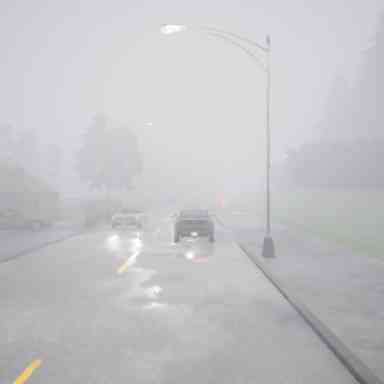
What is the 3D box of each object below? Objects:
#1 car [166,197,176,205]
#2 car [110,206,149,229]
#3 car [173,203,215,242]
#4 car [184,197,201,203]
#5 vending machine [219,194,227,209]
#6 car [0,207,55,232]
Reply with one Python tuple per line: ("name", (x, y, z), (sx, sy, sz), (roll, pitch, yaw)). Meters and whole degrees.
("car", (-4.008, 1.726, 64.628), (2.033, 1.411, 5.357), (0, 0, 0))
("car", (-4.088, 1.653, 22.440), (1.895, 1.301, 4.718), (0, 0, 0))
("car", (0.107, 1.545, 16.729), (1.837, 1.490, 4.892), (0, 0, 0))
("car", (0.099, 1.451, 42.933), (2.097, 1.767, 4.553), (0, 0, 0))
("vending machine", (4.298, 1.303, 46.583), (1.100, 2.100, 0.880), (0, 0, 0))
("car", (-10.309, 1.498, 17.772), (5.357, 1.415, 2.033), (0, 0, -40))
